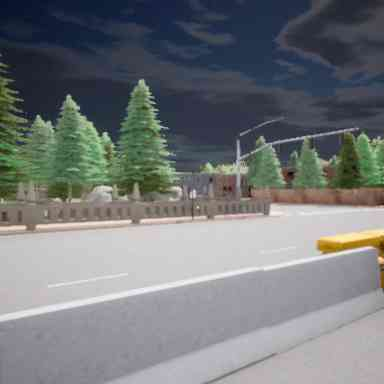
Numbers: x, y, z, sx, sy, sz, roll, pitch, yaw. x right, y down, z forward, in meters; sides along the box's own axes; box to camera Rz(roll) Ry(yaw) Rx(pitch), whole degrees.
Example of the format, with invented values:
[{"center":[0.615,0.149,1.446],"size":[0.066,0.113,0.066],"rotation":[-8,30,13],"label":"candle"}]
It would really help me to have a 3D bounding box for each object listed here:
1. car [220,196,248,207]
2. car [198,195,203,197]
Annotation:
[{"center":[6.214,1.366,48.703],"size":[2.128,1.511,4.902],"rotation":[0,0,-35],"label":"car"},{"center":[1.925,1.373,67.535],"size":[1.812,1.442,4.674],"rotation":[0,0,-6],"label":"car"}]
